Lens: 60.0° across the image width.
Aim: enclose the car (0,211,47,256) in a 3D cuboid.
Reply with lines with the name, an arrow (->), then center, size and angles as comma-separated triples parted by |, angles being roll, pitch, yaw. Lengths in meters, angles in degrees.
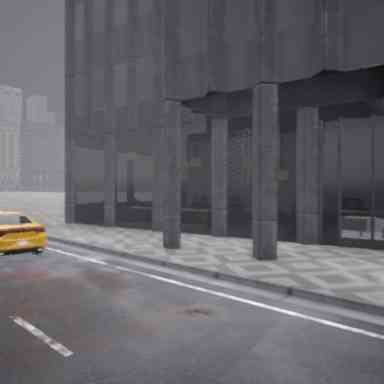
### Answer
car -> -7.081, 1.429, 12.039 | 5.008, 1.535, 1.882 | 0, 0, 43
